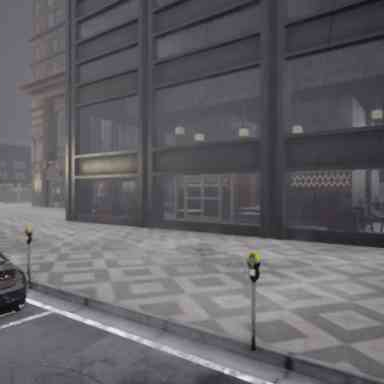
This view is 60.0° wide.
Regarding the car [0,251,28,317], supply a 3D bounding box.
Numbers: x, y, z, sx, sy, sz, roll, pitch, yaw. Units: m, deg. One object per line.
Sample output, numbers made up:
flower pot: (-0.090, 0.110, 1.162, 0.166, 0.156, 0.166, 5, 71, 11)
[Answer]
car: (-4.823, 1.543, 6.252, 4.403, 1.369, 2.008, 0, 0, 35)
